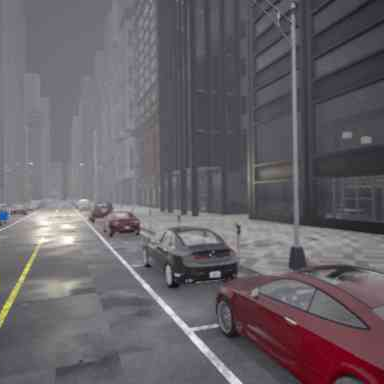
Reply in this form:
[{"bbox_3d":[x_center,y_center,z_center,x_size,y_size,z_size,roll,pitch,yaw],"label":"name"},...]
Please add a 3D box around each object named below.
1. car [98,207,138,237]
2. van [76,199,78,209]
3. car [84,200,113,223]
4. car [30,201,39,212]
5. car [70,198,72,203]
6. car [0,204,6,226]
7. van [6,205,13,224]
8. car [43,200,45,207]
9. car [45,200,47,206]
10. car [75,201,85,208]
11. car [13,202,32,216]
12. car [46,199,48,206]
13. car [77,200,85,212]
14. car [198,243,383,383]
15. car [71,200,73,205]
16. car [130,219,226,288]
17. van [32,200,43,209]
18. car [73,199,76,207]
[{"bbox_3d":[-4.304,1.816,20.042,1.887,1.381,4.507,-1,-1,-21],"label":"car"},{"bbox_3d":[-18.453,2.228,56.869,1.690,1.788,3.998,-1,-1,-21],"label":"van"},{"bbox_3d":[-8.350,1.759,30.566,2.192,1.841,5.009,-1,-1,-21],"label":"car"},{"bbox_3d":[-26.401,2.545,53.798,1.947,1.339,4.313,-1,-1,-21],"label":"car"},{"bbox_3d":[-30.575,2.868,88.434,1.967,1.590,4.097,-1,-1,-21],"label":"car"},{"bbox_3d":[-14.281,1.764,22.233,2.192,1.841,5.009,-1,-1,-21],"label":"car"},{"bbox_3d":[-16.301,1.877,27.494,1.690,1.788,3.998,-1,-1,-21],"label":"van"},{"bbox_3d":[-32.464,2.815,69.582,1.947,1.339,4.313,-1,-1,-21],"label":"car"},{"bbox_3d":[-34.485,2.905,74.843,1.947,1.339,4.313,-1,-1,-21],"label":"car"},{"bbox_3d":[-24.572,2.685,72.809,1.752,1.417,4.829,-1,-1,-21],"label":"car"},{"bbox_3d":[-22.360,2.345,43.276,1.887,1.381,4.507,-1,-1,-21],"label":"car"},{"bbox_3d":[-36.510,2.745,80.106,2.192,1.841,5.009,-1,-1,-21],"label":"car"},{"bbox_3d":[-16.490,2.325,51.766,1.752,1.417,4.829,-1,-1,-21],"label":"car"},{"bbox_3d":[1.759,1.599,4.259,1.802,1.307,4.206,-1,-1,-21],"label":"car"},{"bbox_3d":[-26.532,2.798,77.911,2.008,1.369,4.403,-1,-1,-21],"label":"car"},{"bbox_3d":[-0.263,1.652,9.521,2.008,1.369,4.403,-1,-1,-21],"label":"car"},{"bbox_3d":[-30.447,2.500,64.323,1.690,1.788,3.998,-1,-1,-21],"label":"van"},{"bbox_3d":[-22.493,2.507,67.391,1.967,1.590,4.097,-1,-1,-21],"label":"car"}]
